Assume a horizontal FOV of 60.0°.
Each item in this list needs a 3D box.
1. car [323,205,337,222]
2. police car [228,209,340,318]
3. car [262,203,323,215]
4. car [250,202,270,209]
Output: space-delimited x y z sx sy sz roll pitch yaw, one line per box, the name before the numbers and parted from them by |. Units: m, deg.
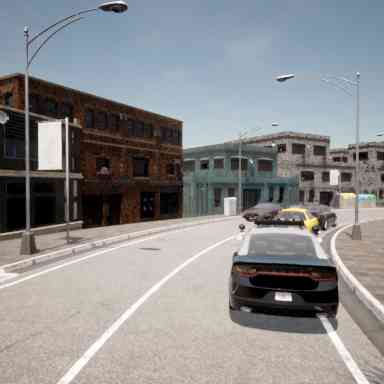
car | 7.923 1.536 21.234 1.837 1.490 4.892 1 0 34
police car | 2.003 1.428 7.706 1.930 1.638 5.238 0 0 13
car | 5.186 1.471 16.560 1.801 1.575 5.366 1 0 26
car | 5.924 1.532 26.142 2.033 1.411 5.357 1 0 38
